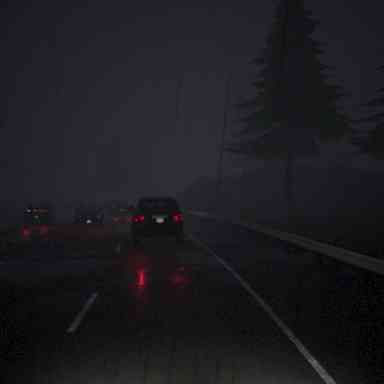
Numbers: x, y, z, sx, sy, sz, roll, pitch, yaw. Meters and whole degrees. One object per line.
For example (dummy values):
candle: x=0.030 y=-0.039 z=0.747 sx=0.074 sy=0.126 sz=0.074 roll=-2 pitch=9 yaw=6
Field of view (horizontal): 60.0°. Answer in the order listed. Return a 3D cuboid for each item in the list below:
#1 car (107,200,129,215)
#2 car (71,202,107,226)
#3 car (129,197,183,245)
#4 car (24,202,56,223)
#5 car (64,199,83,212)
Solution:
car: x=-7.886 y=1.585 z=35.138 sx=1.812 sy=1.442 sz=4.674 roll=0 pitch=0 yaw=-23
car: x=-7.381 y=1.646 z=23.844 sx=1.895 sy=1.301 sz=4.718 roll=0 pitch=0 yaw=-17
car: x=-1.805 y=1.245 z=16.057 sx=2.150 sy=2.045 sz=5.566 roll=0 pitch=0 yaw=-11
car: x=-11.729 y=1.548 z=25.830 sx=2.128 sy=1.511 sz=4.902 roll=0 pitch=0 yaw=-18
car: x=-14.100 y=1.556 z=39.812 sx=1.882 sy=1.535 sz=5.008 roll=0 pitch=0 yaw=-28
